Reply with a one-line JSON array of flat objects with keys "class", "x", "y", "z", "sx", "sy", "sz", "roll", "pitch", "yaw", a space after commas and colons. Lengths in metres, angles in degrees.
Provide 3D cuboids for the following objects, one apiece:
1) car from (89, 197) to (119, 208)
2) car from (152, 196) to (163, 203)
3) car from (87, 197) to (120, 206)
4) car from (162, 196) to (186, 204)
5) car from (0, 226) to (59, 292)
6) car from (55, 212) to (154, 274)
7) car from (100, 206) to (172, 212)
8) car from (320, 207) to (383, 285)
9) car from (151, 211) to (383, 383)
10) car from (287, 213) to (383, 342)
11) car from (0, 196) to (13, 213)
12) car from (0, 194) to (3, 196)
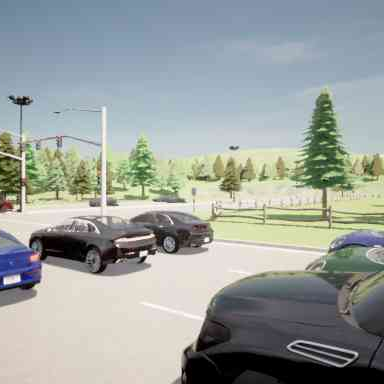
[{"class": "car", "x": -12.805, "y": 1.564, "z": 48.298, "sx": 1.994, "sy": 1.385, "sz": 4.181, "roll": 0, "pitch": 0, "yaw": 35}, {"class": "car", "x": -6.123, "y": 1.540, "z": 70.010, "sx": 2.033, "sy": 1.411, "sz": 5.357, "roll": 0, "pitch": 0, "yaw": 35}, {"class": "car", "x": -15.118, "y": 1.547, "z": 57.228, "sx": 2.033, "sy": 1.411, "sz": 5.357, "roll": 0, "pitch": 0, "yaw": 35}, {"class": "car", "x": -2.985, "y": 1.565, "z": 62.373, "sx": 1.994, "sy": 1.385, "sz": 4.181, "roll": 0, "pitch": 0, "yaw": 35}, {"class": "car", "x": -5.347, "y": 1.526, "z": 7.788, "sx": 4.674, "sy": 1.442, "sz": 1.812, "roll": 0, "pitch": 0, "yaw": 36}, {"class": "car", "x": -3.305, "y": 1.492, "z": 10.628, "sx": 4.902, "sy": 1.511, "sz": 2.128, "roll": 0, "pitch": 0, "yaw": 36}, {"class": "car", "x": -1.430, "y": 1.505, "z": 13.590, "sx": 4.892, "sy": 1.490, "sz": 1.837, "roll": 0, "pitch": 0, "yaw": 36}, {"class": "car", "x": 5.874, "y": 1.352, "z": 8.400, "sx": 4.553, "sy": 1.767, "sz": 2.097, "roll": 0, "pitch": 0, "yaw": 35}, {"class": "car", "x": 2.556, "y": 1.221, "z": 2.169, "sx": 5.566, "sy": 2.045, "sz": 2.150, "roll": 0, "pitch": 0, "yaw": 36}, {"class": "car", "x": 4.126, "y": 1.352, "z": 5.348, "sx": 4.553, "sy": 1.767, "sz": 2.097, "roll": 0, "pitch": 0, "yaw": 36}, {"class": "car", "x": -21.805, "y": 1.477, "z": 35.342, "sx": 1.882, "sy": 1.535, "sz": 5.008, "roll": 0, "pitch": 0, "yaw": 35}, {"class": "car", "x": -26.458, "y": 1.223, "z": 41.670, "sx": 2.150, "sy": 2.045, "sz": 5.566, "roll": 0, "pitch": 0, "yaw": 41}]
